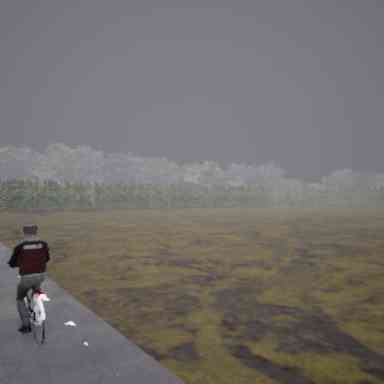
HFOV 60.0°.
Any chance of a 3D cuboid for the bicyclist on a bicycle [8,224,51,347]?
[{"bbox_3d":[-2.611,1.378,5.318,0.659,1.776,1.843,-1,1,-37],"label":"bicyclist on a bicycle"}]
